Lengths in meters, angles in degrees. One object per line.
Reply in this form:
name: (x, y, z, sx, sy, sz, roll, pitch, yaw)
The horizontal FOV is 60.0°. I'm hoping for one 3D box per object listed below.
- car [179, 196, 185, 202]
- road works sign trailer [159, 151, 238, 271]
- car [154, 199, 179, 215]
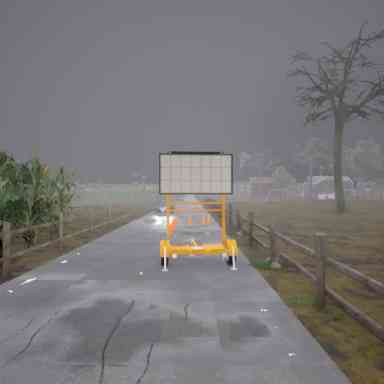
car: (-2.719, 1.964, 89.457, 1.837, 1.490, 4.892, 0, -1, 0)
road works sign trailer: (0.115, 0.476, 10.977, 2.380, 3.560, 2.880, 0, 0, -5)
car: (-2.838, 1.571, 34.830, 2.128, 1.511, 4.902, 0, 0, 0)
